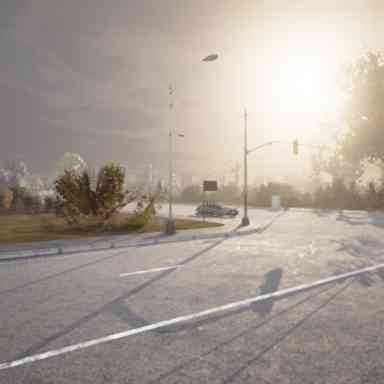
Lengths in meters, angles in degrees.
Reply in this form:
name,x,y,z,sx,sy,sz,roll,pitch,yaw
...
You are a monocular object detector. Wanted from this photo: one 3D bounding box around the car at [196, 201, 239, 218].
name,x,y,z,sx,sy,sz,roll,pitch,yaw
car,2.214,1.537,29.710,1.994,1.385,4.181,0,0,-39
